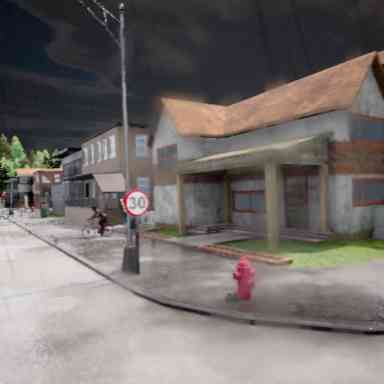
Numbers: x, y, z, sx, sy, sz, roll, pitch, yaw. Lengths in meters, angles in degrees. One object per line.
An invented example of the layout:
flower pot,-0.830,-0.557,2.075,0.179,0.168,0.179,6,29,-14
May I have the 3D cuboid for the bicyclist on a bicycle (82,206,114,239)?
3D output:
bicyclist on a bicycle,-4.803,1.531,16.926,1.656,1.620,0.582,-2,0,-33
